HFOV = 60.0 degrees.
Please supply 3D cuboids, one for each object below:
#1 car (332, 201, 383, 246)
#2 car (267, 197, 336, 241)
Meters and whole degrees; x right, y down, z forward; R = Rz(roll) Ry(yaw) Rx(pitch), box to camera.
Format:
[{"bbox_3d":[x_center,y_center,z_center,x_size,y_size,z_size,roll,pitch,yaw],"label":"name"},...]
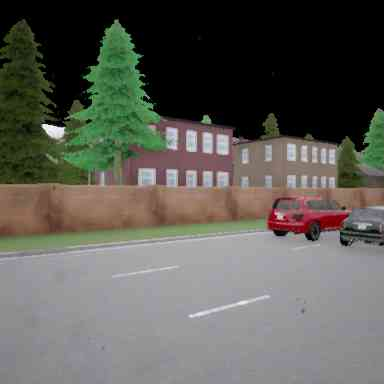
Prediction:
[{"bbox_3d":[8.227,1.363,13.976,4.553,1.767,2.097,0,0,-36],"label":"car"},{"bbox_3d":[6.223,1.255,16.846,5.566,2.045,2.150,0,0,-36],"label":"car"}]
